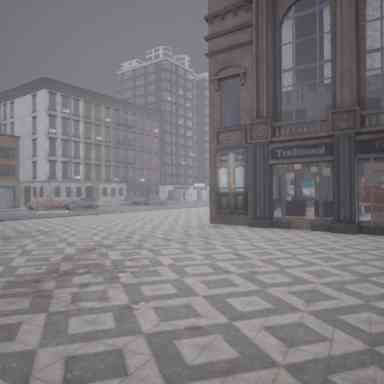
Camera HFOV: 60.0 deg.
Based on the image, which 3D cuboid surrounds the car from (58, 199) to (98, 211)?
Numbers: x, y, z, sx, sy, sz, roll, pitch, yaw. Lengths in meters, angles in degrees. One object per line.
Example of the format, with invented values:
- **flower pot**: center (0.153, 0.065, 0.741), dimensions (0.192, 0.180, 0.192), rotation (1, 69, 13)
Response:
- **car**: center (-13.368, 1.536, 39.996), dimensions (1.994, 1.385, 4.181), rotation (-1, 0, 35)

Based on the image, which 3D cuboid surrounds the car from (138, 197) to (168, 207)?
- **car**: center (-5.592, 1.507, 50.801), dimensions (1.994, 1.385, 4.181), rotation (-1, 0, 36)

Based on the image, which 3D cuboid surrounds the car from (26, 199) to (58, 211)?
- **car**: center (-17.492, 1.569, 39.809), dimensions (1.994, 1.385, 4.181), rotation (-1, 0, 36)

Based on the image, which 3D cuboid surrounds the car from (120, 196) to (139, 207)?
- **car**: center (-9.012, 1.462, 51.623), dimensions (2.128, 1.511, 4.902), rotation (-1, 0, 36)
